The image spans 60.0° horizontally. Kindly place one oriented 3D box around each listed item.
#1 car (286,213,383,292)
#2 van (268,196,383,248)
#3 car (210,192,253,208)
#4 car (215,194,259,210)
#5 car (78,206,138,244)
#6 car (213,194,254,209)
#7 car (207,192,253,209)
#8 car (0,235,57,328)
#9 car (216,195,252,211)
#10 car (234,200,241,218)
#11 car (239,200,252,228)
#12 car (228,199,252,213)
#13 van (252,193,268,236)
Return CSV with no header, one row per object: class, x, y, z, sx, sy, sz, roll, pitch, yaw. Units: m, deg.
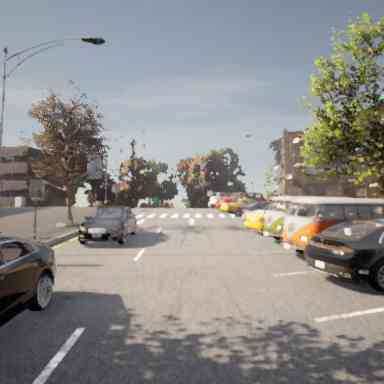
car,5.251,1.444,8.557,4.892,1.521,2.231,1,0,-20
van,5.167,1.202,11.534,4.442,1.987,1.878,1,1,-20
car,5.249,1.062,35.751,5.566,2.045,2.435,1,1,-21
car,5.208,1.172,38.802,4.553,1.767,2.185,1,0,-21
car,-3.721,1.418,15.385,2.128,1.511,4.902,0,0,0
car,5.219,1.196,41.826,4.553,1.767,2.185,2,-2,-21
car,5.125,1.174,44.779,5.566,2.045,2.435,2,-5,-20
car,-3.666,1.469,4.885,2.128,1.511,4.902,0,0,0
car,5.467,1.327,32.803,5.366,1.575,1.946,1,0,-20
car,5.316,1.426,20.655,4.674,1.452,2.002,1,1,-20
car,5.474,1.399,17.694,5.366,1.575,1.946,1,0,-20
car,5.311,1.411,23.683,4.674,1.452,2.002,1,0,-20
van,5.179,1.187,14.562,4.442,1.987,1.878,1,1,-20
